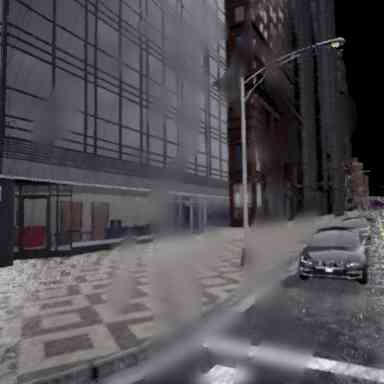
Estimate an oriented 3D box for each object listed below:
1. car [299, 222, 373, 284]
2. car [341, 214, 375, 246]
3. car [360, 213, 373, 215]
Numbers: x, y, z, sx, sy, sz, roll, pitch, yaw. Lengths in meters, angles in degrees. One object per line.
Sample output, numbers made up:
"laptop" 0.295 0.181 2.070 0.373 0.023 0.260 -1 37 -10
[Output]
"car" 4.942 1.987 11.305 1.837 1.490 4.892 -3 -3 29
"car" 9.981 2.336 20.402 1.837 1.490 4.892 -3 -4 29
"car" 20.124 3.141 38.573 1.895 1.301 4.718 -3 -4 29
